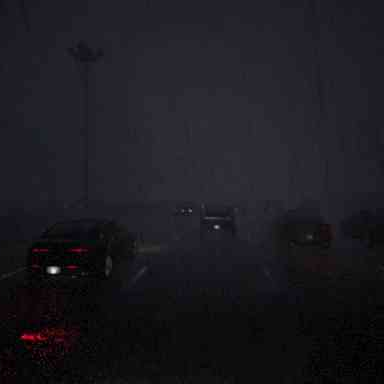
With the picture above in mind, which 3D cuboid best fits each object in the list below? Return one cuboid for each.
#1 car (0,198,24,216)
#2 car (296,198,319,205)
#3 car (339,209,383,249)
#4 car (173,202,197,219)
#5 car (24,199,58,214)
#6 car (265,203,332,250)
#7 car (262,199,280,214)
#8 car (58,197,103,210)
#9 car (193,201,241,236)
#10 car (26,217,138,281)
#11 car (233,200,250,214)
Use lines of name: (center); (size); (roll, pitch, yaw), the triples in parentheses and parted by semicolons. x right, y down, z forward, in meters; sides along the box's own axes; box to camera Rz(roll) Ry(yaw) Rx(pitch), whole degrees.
car: (-17.679, 1.451, 31.577); (1.837, 1.490, 4.892); (0, 0, 12)
car: (11.985, 1.374, 34.477); (2.097, 1.767, 4.553); (0, 0, 15)
car: (8.069, 1.495, 14.630); (1.882, 1.535, 5.008); (0, 0, 6)
car: (-0.221, 1.539, 28.961); (2.033, 1.411, 5.357); (0, 0, 12)
car: (-13.826, 1.433, 32.950); (1.882, 1.535, 5.008); (0, 0, 13)
car: (4.539, 1.486, 14.535); (1.882, 1.535, 5.008); (0, 0, 6)
car: (8.421, 1.518, 34.734); (1.837, 1.490, 4.892); (0, 0, 15)
car: (-10.400, 1.317, 32.170); (2.097, 1.767, 4.553); (0, 0, 13)
car: (1.542, 1.491, 18.613); (2.128, 1.511, 4.902); (0, 0, 8)
car: (-2.919, 1.495, 9.849); (1.837, 1.490, 4.892); (0, 0, 4)
car: (5.038, 1.529, 35.631); (1.812, 1.442, 4.674); (0, 0, 15)
